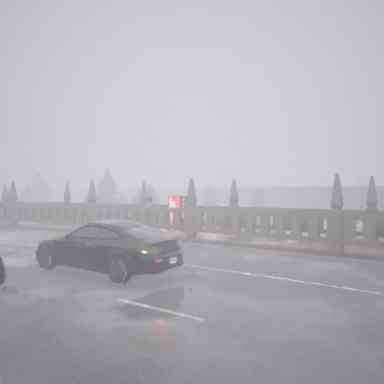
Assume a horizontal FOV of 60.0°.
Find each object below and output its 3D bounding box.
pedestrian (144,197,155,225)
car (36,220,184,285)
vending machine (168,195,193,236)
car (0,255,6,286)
[{"bbox_3d":[-2.154,1.139,16.835,0.375,1.860,0.375,0,0,29],"label":"pedestrian"},{"bbox_3d":[-2.409,1.524,9.454,4.674,1.442,1.812,0,0,32],"label":"car"},{"bbox_3d":[-0.584,1.193,17.634,0.880,2.100,1.100,0,0,30],"label":"vending machine"},{"bbox_3d":[-6.244,1.562,7.640,4.181,1.385,1.994,0,0,30],"label":"car"}]
